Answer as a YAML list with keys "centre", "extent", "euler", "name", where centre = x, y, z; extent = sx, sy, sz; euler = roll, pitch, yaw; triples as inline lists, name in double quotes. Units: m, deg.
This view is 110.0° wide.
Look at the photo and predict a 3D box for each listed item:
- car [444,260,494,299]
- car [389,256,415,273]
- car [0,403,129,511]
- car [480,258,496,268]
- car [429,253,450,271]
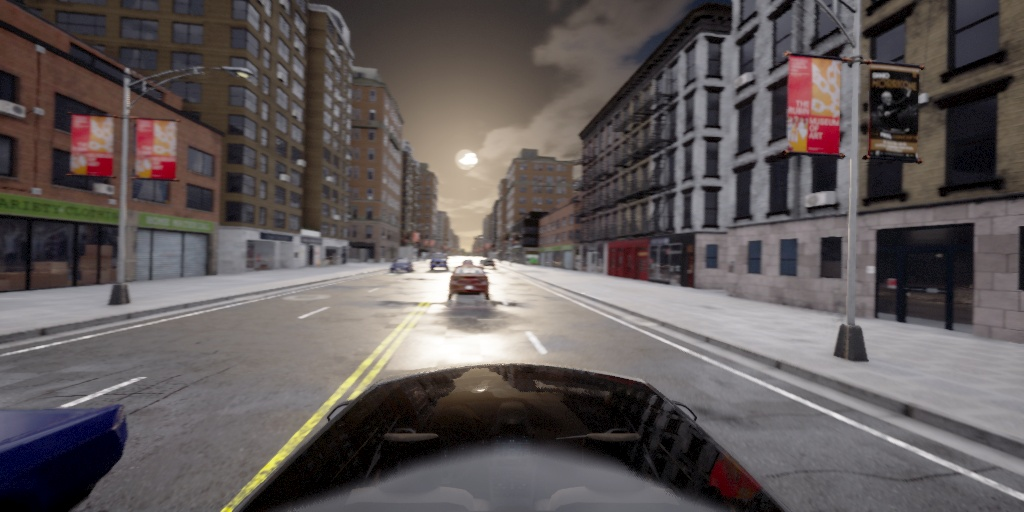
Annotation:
- centre: [-2.117, 1.167, 17.640]
  extent: [1.882, 1.535, 5.008]
  euler: [2, 0, -7]
  name: "car"
- centre: [-11.268, 0.967, 36.978]
  extent: [1.812, 1.442, 4.674]
  euler: [2, 0, -7]
  name: "car"
- centre: [-3.429, 1.261, 0.237]
  extent: [1.895, 1.301, 4.718]
  euler: [2, 0, -7]
  name: "car"
- centre: [-3.628, 1.135, 56.040]
  extent: [1.837, 1.490, 4.892]
  euler: [2, -1, -7]
  name: "car"
- centre: [-8.851, 0.726, 44.028]
  extent: [2.150, 2.045, 5.566]
  euler: [1, 0, -7]
  name: "car"
